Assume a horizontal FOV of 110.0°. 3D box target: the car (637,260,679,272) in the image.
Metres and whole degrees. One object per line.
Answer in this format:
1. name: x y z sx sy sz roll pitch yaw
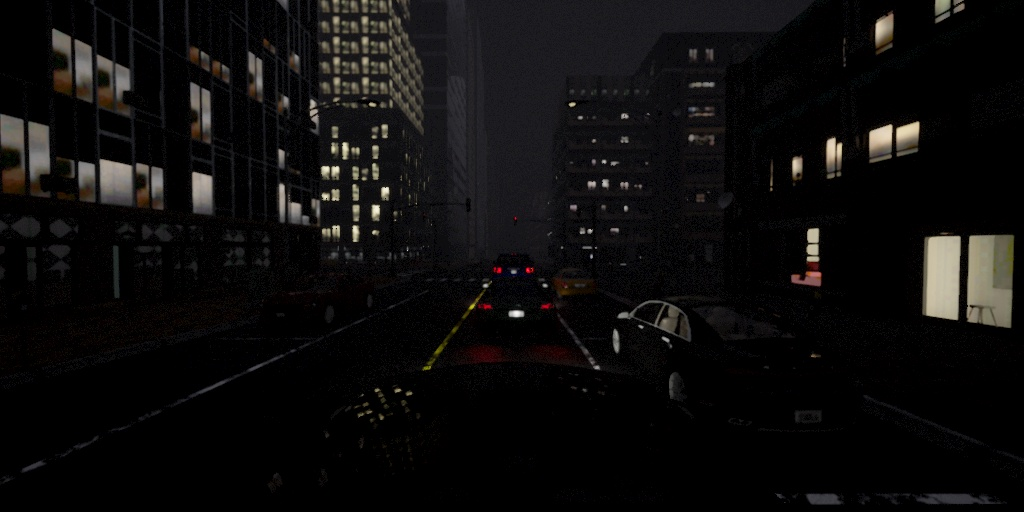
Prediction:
1. car: 16.293 1.085 40.019 4.403 1.370 2.007 0 0 1

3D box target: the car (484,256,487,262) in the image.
1. car: -5.716 0.861 60.478 1.948 1.339 4.313 0 0 0

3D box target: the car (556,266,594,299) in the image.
1. car: 2.813 1.157 17.044 1.751 1.417 4.829 0 0 0

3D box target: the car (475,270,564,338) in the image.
1. car: 0.096 1.249 10.004 1.994 1.385 4.181 0 0 0

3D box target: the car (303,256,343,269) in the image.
1. car: -21.683 0.734 40.498 4.829 1.417 1.751 0 0 1

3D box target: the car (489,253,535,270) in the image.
1. car: 0.087 0.831 19.809 2.150 2.045 5.566 0 1 0

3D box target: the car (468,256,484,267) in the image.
1. car: -5.713 0.864 54.654 1.751 1.417 4.829 0 0 0

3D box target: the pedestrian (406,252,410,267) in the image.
1. pedestrian: -12.565 0.356 43.329 0.375 1.860 0.375 0 1 1

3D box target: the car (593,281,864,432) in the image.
1. car: 2.818 1.270 5.586 2.007 1.370 4.403 0 0 0

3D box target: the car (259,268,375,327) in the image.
1. car: -5.824 1.220 11.284 1.888 1.381 4.507 0 0 0
